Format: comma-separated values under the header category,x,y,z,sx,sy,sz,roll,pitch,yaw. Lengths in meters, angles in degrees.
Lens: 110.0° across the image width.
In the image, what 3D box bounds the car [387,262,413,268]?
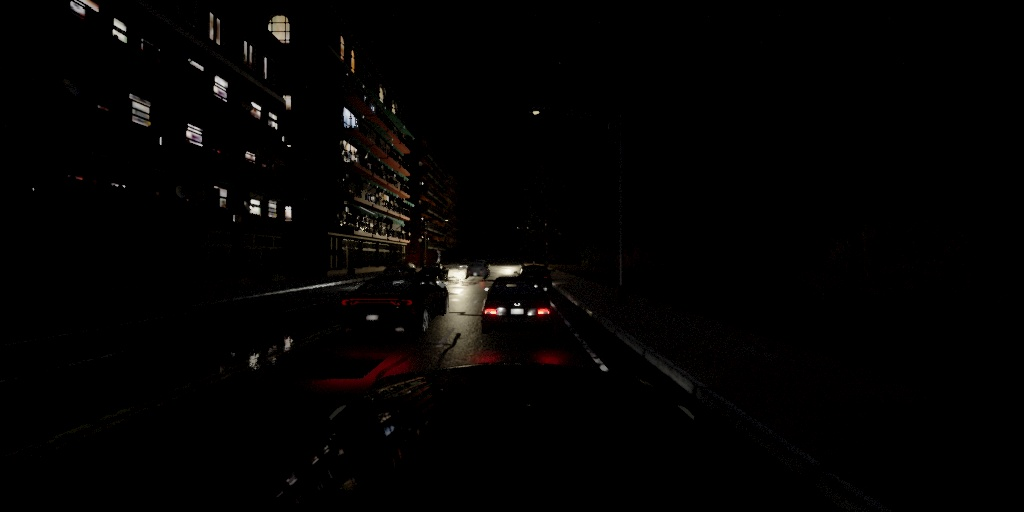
category,x,y,z,sx,sy,sz,roll,pitch,yaw
car,-9.785,1.243,31.663,2.128,1.511,4.902,0,0,0

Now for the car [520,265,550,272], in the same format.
category,x,y,z,sx,sy,sz,roll,pitch,yaw
car,1.177,1.257,20.283,1.837,1.490,4.892,0,0,0

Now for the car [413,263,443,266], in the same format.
category,x,y,z,sx,sy,sz,roll,pitch,yaw
car,-6.540,1.316,29.991,1.994,1.385,4.181,0,0,0

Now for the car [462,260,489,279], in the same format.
category,x,y,z,sx,sy,sz,roll,pitch,yaw
car,-3.084,1.277,32.447,1.812,1.442,4.674,0,0,0

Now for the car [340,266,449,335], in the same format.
category,x,y,z,sx,sy,sz,roll,pitch,yaw
car,-3.134,1.229,10.523,1.882,1.535,5.008,0,0,0

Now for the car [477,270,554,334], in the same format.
category,x,y,z,sx,sy,sz,roll,pitch,yaw
car,0.120,1.299,10.595,2.033,1.411,5.357,0,0,0
